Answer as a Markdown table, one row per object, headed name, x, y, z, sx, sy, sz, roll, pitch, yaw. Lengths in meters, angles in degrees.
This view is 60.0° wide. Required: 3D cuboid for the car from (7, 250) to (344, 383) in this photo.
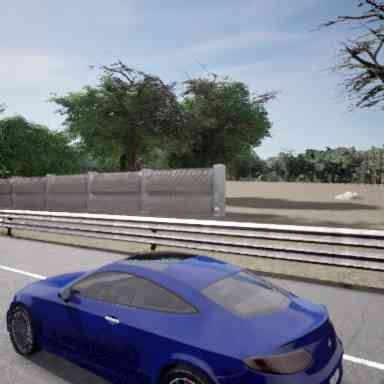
| name | x | y | z | sx | sy | sz | roll | pitch | yaw |
| --- | --- | --- | --- | --- | --- | --- | --- | --- | --- |
| car | -0.565 | 1.533 | 4.397 | 4.674 | 1.442 | 1.812 | 0 | 0 | 35 |
